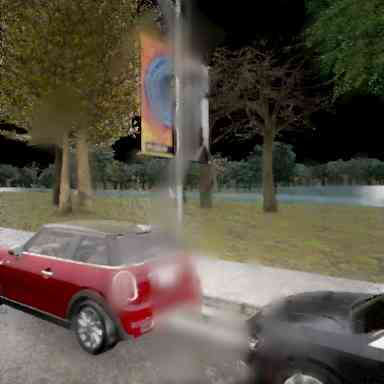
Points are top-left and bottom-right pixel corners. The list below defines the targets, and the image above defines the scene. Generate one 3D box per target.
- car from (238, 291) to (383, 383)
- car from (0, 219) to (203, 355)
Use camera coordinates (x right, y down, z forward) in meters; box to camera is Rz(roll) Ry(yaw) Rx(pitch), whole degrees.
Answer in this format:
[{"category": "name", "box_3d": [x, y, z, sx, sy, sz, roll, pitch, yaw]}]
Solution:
[{"category": "car", "box_3d": [2.754, 1.513, 2.793, 4.892, 1.490, 1.837, 1, 0, 36]}, {"category": "car", "box_3d": [-2.101, 1.309, 6.265, 4.553, 1.767, 2.097, 1, 0, 36]}]
